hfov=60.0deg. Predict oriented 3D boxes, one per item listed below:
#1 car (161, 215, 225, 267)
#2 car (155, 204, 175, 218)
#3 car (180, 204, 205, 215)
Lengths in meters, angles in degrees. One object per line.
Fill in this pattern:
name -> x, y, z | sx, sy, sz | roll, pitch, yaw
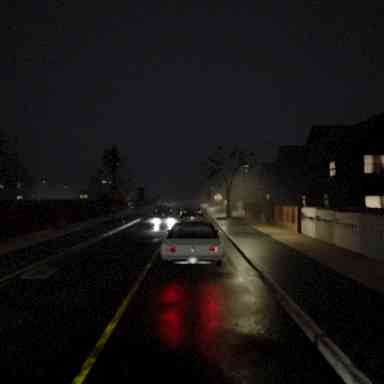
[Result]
car -> 0.038, 1.709, 11.819 | 1.895, 1.301, 4.718 | 0, 0, 0
car -> -2.793, 1.930, 34.870 | 1.895, 1.301, 4.718 | 0, -1, 1
car -> 0.041, 1.743, 27.216 | 2.128, 1.511, 4.902 | 0, -1, 0
